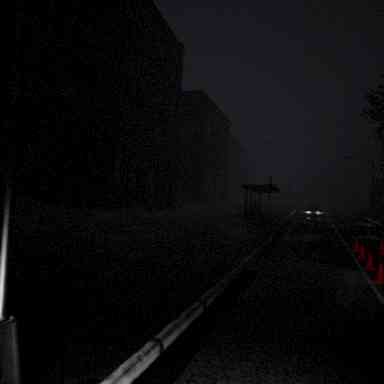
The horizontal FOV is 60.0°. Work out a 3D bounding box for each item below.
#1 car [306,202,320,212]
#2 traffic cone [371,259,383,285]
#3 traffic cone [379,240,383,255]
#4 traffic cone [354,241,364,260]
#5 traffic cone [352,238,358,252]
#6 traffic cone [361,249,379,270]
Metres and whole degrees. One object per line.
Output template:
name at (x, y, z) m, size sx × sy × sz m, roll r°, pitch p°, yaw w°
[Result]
car at (19.665, 2.383, 53.849) m, size 1.812 × 1.442 × 4.674 m, roll 2°, pitch 0°, yaw 20°
traffic cone at (5.271, 2.257, 9.277) m, size 0.340 × 0.580 × 0.340 m, roll 2°, pitch 0°, yaw 20°
traffic cone at (8.304, 2.415, 14.547) m, size 0.340 × 0.580 × 0.340 m, roll 2°, pitch 0°, yaw 21°
traffic cone at (6.670, 2.340, 13.023) m, size 0.340 × 0.580 × 0.340 m, roll 2°, pitch 0°, yaw 20°
traffic cone at (7.369, 2.378, 14.896) m, size 0.340 × 0.580 × 0.340 m, roll 2°, pitch 0°, yaw 20°
traffic cone at (5.970, 2.301, 11.150) m, size 0.340 × 0.580 × 0.340 m, roll 2°, pitch 0°, yaw 20°
